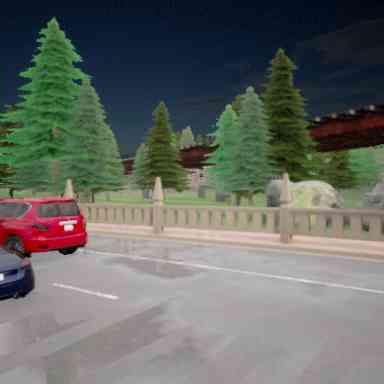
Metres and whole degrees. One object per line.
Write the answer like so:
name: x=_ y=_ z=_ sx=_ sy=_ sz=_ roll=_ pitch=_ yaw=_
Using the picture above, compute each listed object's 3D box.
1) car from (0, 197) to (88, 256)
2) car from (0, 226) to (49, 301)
car: x=-6.181 y=1.201 z=11.661 sx=5.566 sy=2.045 sz=2.150 roll=0 pitch=0 yaw=29
car: x=-5.321 y=1.554 z=7.108 sx=4.181 sy=1.385 sz=1.994 roll=0 pitch=0 yaw=31
